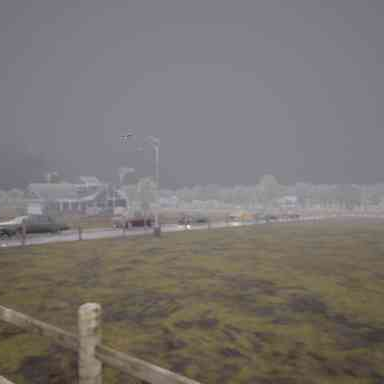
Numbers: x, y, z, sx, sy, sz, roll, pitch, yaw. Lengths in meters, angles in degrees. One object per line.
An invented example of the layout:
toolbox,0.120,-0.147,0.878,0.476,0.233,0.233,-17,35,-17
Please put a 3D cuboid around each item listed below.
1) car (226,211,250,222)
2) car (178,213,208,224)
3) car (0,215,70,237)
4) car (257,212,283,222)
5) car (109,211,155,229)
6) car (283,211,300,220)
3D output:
car,6.757,3.532,48.455,1.882,1.535,5.008,-1,-3,36
car,0.191,3.146,39.281,1.994,1.385,4.181,-1,-3,35
car,-11.195,2.334,23.164,2.033,1.411,5.357,-1,-3,34
car,11.250,3.670,49.777,2.128,1.511,4.902,-1,-3,35
car,-5.545,2.529,31.202,2.097,1.767,4.553,-1,-3,35
car,17.393,4.112,58.433,1.882,1.535,5.008,-1,-3,35
